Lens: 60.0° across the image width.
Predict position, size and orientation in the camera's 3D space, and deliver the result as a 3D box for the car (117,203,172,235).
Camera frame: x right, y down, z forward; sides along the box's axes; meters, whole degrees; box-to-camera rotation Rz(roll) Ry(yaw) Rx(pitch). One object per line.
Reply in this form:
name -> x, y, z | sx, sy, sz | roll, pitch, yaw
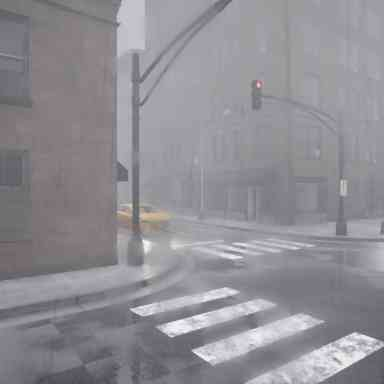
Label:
car -> -2.939, 1.382, 18.388 | 1.882, 1.535, 5.008 | 0, 0, -34
